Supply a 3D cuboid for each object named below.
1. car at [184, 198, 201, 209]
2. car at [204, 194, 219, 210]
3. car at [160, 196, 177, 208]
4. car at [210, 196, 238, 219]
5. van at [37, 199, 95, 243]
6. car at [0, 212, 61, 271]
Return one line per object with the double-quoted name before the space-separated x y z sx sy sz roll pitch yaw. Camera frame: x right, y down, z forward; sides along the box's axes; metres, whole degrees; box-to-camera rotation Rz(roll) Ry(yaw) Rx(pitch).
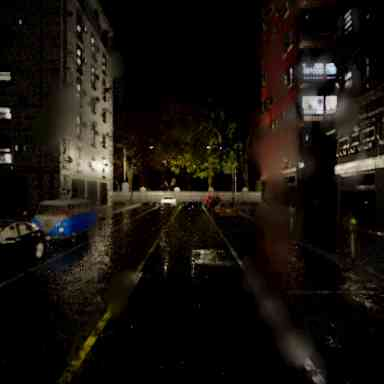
"car" 0.076 1.341 39.896 1.895 1.301 4.718 0 0 0
"car" 2.680 1.298 37.912 1.887 1.381 4.507 1 0 0
"car" -3.027 1.255 43.202 1.812 1.442 4.674 0 0 0
"car" 2.687 1.351 26.689 1.752 1.417 4.829 1 0 0
"van" -5.650 1.242 15.059 1.690 1.788 3.998 1 0 0
"car" -5.650 1.489 9.364 2.008 1.369 4.403 1 0 0
